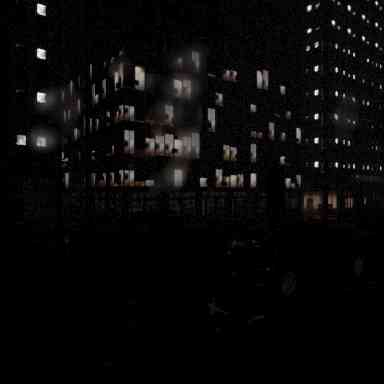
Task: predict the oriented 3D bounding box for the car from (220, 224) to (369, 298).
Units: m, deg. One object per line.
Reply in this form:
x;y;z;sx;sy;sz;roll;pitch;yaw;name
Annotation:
2.741;1.545;8.504;4.507;1.381;1.887;0;0;-35;car
